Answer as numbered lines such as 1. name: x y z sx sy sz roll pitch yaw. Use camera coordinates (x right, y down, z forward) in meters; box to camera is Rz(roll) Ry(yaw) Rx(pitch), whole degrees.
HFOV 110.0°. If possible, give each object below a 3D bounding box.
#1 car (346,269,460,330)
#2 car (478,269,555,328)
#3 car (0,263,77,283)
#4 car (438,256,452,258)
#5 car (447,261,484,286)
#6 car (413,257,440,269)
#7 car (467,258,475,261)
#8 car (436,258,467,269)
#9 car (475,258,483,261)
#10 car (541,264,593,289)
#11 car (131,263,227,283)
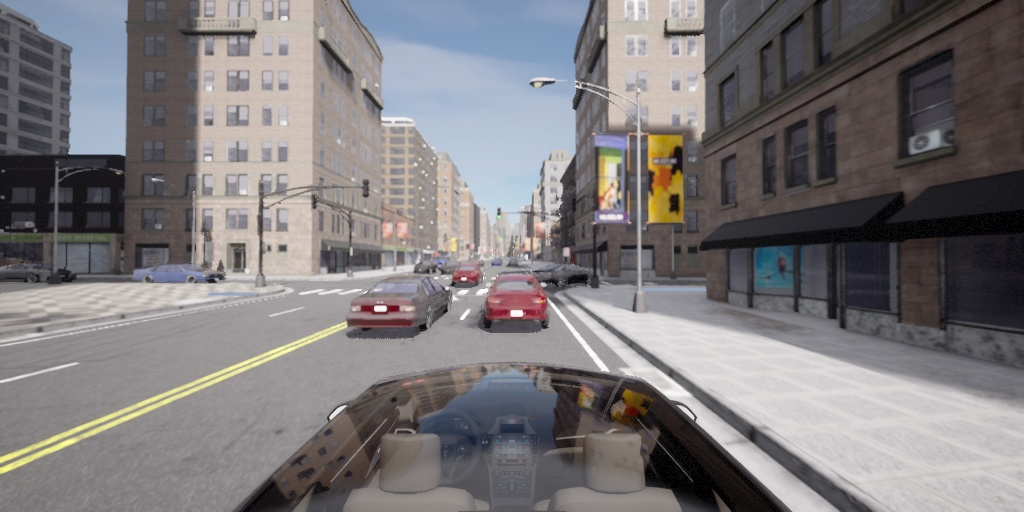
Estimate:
1. car: -3.130 1.303 11.058 2.033 1.411 5.357 0 0 0
2. car: 0.128 1.281 11.338 1.812 1.442 4.674 0 0 0
3. car: -32.754 1.183 24.563 4.181 1.385 1.994 0 -1 0
4. car: -9.698 0.978 50.905 2.150 2.045 5.566 0 0 -1
5. car: -3.081 1.294 25.297 1.812 1.442 4.674 0 0 0
6. car: -9.728 1.236 40.730 1.882 1.535 5.008 0 0 1
7. car: -6.455 1.283 48.140 1.812 1.442 4.674 0 0 0
8. car: -6.481 1.236 38.933 1.882 1.535 5.008 0 0 0
9. car: -6.392 1.107 58.018 2.097 1.767 4.553 0 0 1
10. car: 3.515 1.253 23.211 4.902 1.511 2.128 0 -1 -40
11. car: -22.783 1.209 24.594 5.357 1.411 2.033 0 -1 3
